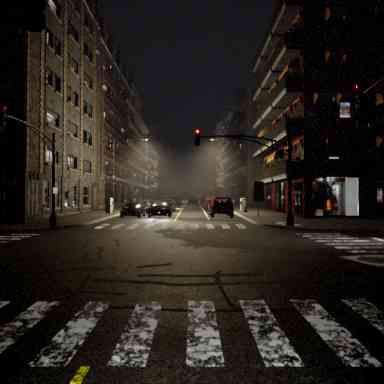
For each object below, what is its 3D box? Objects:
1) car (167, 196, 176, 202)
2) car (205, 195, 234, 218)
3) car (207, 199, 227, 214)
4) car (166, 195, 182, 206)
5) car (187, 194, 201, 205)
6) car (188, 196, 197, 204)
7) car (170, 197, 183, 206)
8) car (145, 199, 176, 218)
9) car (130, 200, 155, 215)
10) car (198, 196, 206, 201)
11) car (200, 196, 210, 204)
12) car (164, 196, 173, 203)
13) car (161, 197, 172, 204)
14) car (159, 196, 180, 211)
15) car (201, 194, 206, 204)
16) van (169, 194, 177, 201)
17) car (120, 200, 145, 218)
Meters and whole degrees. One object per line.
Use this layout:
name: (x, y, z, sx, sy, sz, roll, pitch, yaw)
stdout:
car: (-5.205, 1.766, 85.751, 2.008, 1.369, 4.403, 1, 0, 0)
car: (2.620, 1.327, 30.165, 2.192, 1.841, 5.009, 1, 0, 0)
car: (2.623, 1.541, 35.894, 1.752, 1.417, 4.829, 1, 0, 0)
car: (-2.722, 1.602, 49.207, 1.994, 1.385, 4.181, 0, 0, 1)
car: (0.174, 1.551, 59.909, 1.882, 1.535, 5.008, 0, 0, 0)
car: (0.152, 1.602, 70.349, 1.882, 1.535, 5.008, 0, 0, 0)
car: (-2.681, 1.620, 59.568, 2.033, 1.411, 5.357, 0, 0, 0)
car: (-2.805, 1.576, 30.393, 1.994, 1.385, 4.181, 0, 0, 0)
car: (-5.258, 1.581, 35.689, 1.947, 1.339, 4.313, 1, 0, 0)
car: (2.681, 1.815, 91.338, 1.947, 1.339, 4.313, 1, 0, 0)
car: (2.658, 1.558, 69.087, 1.967, 1.590, 4.097, 1, 0, 0)
car: (-5.217, 1.673, 74.453, 1.752, 1.417, 4.829, 1, 0, 0)
car: (-5.223, 1.668, 69.061, 2.008, 1.369, 4.403, 1, 0, 0)
car: (-2.787, 1.524, 39.273, 1.837, 1.490, 4.892, 0, 0, 0)
car: (2.631, 1.337, 41.289, 2.192, 1.841, 5.009, 1, 0, 0)
van: (-5.195, 1.590, 91.317, 1.690, 1.788, 3.998, 1, 0, 0)
car: (-5.265, 1.578, 30.128, 1.947, 1.339, 4.313, 1, 0, 0)
